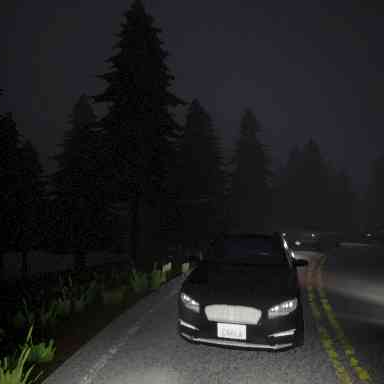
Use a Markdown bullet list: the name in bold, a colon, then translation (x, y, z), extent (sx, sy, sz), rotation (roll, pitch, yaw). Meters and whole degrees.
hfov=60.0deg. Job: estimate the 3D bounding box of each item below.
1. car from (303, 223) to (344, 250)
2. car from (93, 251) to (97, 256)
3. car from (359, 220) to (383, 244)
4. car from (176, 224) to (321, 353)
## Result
- **car**: translation (6.474, 2.306, 17.664), extent (1.895, 1.301, 4.718), rotation (-3, -6, 39)
- **car**: translation (-20.290, 13.650, 72.955), extent (4.181, 1.381, 1.994), rotation (-2, -5, 31)
- **car**: translation (15.796, 3.221, 26.443), extent (5.566, 2.045, 2.150), rotation (8, -8, -28)
- **car**: translation (1.130, 1.561, 6.594), extent (2.128, 1.511, 4.902), rotation (-1, -2, 15)
